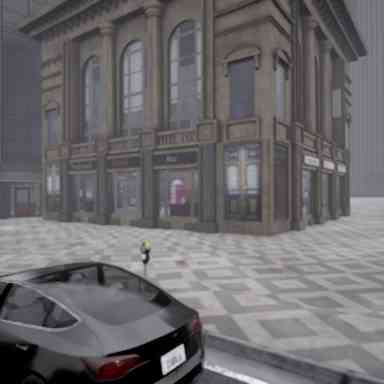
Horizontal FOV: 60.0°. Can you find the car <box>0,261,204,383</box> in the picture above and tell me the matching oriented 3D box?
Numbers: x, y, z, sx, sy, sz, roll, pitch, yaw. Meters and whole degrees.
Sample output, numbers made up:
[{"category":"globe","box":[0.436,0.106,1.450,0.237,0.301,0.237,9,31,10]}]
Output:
[{"category":"car","box":[-1.862,1.598,4.289,4.313,1.339,1.947,-1,0,36]}]
